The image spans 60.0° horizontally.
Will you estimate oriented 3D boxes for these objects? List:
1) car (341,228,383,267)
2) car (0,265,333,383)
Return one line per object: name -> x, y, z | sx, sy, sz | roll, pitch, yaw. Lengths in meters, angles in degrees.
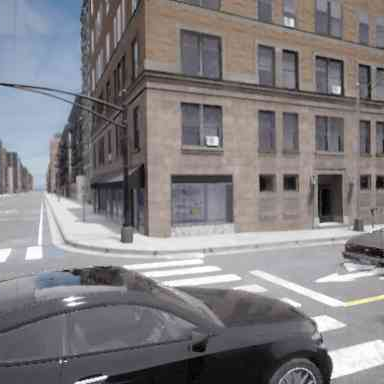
car -> 7.202, 1.494, 10.230 | 5.357, 1.411, 2.033 | -1, 1, -24
car -> -0.818, 1.504, 3.253 | 4.674, 1.442, 1.812 | 0, 0, -24
